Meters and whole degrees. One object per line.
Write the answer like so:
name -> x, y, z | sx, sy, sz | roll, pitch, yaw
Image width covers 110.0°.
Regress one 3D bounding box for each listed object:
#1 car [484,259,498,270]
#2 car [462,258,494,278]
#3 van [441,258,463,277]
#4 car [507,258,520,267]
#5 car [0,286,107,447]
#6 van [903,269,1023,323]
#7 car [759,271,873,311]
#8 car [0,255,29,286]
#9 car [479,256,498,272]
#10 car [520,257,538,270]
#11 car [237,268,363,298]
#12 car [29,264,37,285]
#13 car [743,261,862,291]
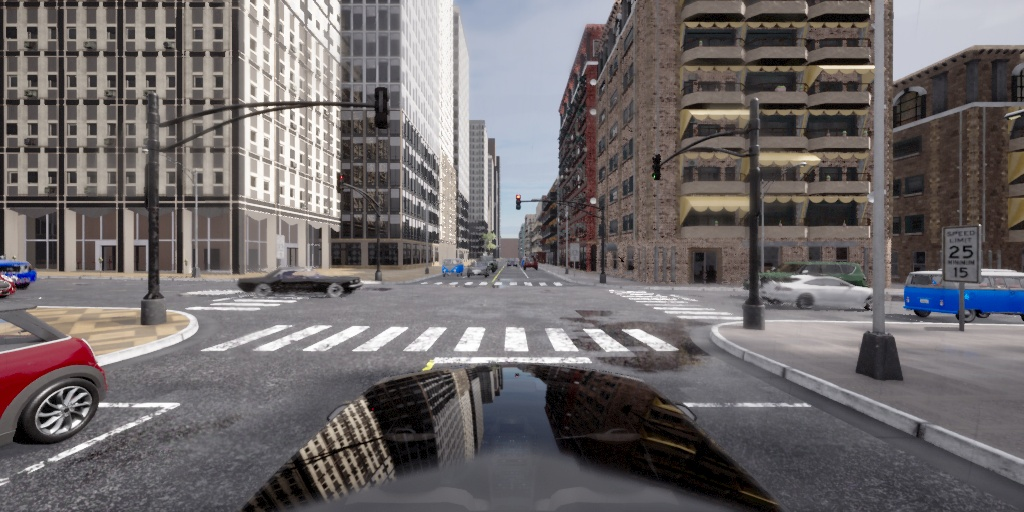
car -> -3.128, 1.244, 54.174 | 1.882, 1.535, 5.008 | 0, 0, 0
car -> -3.127, 1.247, 33.965 | 2.128, 1.511, 4.902 | 0, 0, 0
van -> -5.716, 1.097, 34.831 | 1.690, 1.789, 3.998 | 0, 0, 0
car -> 0.050, 1.374, 64.508 | 1.895, 1.301, 4.718 | 0, 0, 0
car -> -5.691, 1.190, 2.357 | 1.967, 1.591, 4.097 | 0, 0, 0
van -> 16.903, 1.453, 13.091 | 3.998, 1.789, 1.690 | 0, 0, 0
car -> 13.523, 1.568, 15.807 | 4.674, 1.442, 1.812 | 1, 0, 0
car -> -21.156, 0.818, 13.112 | 4.097, 1.591, 1.967 | 0, 0, 0
car -> -3.132, 0.982, 43.858 | 2.150, 2.045, 5.566 | 0, 0, 0
car -> 2.651, 1.079, 51.492 | 2.192, 1.841, 5.009 | 0, 0, 0
car -> -9.445, 1.200, 16.402 | 4.718, 1.301, 1.895 | 1, 0, -10
car -> -24.636, 0.531, 15.692 | 5.566, 2.045, 2.150 | 1, 0, 0
car -> 15.445, 1.297, 19.012 | 5.566, 2.045, 2.150 | 1, 0, 0
